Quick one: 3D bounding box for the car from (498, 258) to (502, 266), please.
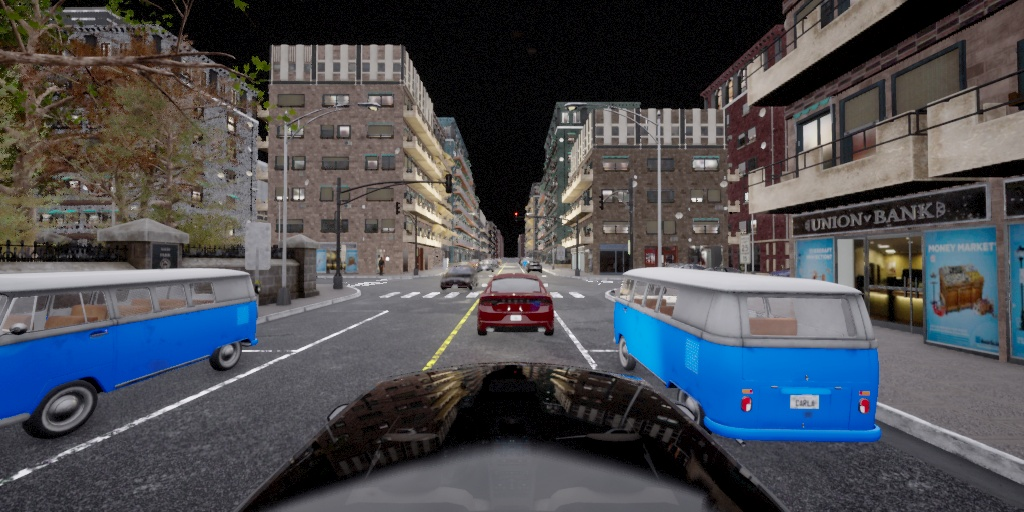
[{"bbox_3d":[-3.133,1.264,59.456,2.128,1.511,4.902,0,0,0],"label":"car"}]

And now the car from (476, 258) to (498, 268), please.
[{"bbox_3d":[-3.134,1.256,43.515,2.128,1.511,4.902,0,0,0],"label":"car"}]

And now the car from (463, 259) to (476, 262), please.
[{"bbox_3d":[-5.725,1.290,42.885,1.751,1.417,4.829,0,0,0],"label":"car"}]

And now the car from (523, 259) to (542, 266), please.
[{"bbox_3d":[2.655,1.330,43.063,1.948,1.339,4.313,0,0,0],"label":"car"}]

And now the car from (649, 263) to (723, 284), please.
[{"bbox_3d":[13.772,1.364,28.667,4.902,1.511,2.128,0,-1,1],"label":"car"}]

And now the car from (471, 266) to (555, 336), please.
[{"bbox_3d":[0.090,1.230,10.475,1.882,1.535,5.008,0,0,0],"label":"car"}]

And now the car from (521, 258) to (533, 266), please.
[{"bbox_3d":[2.650,1.317,48.705,2.007,1.370,4.403,0,0,0],"label":"car"}]

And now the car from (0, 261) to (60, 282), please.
[{"bbox_3d":[-36.767,1.086,26.020,5.357,1.411,2.033,0,-1,0],"label":"car"}]

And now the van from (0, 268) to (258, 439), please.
[{"bbox_3d":[-5.659,1.092,5.110,1.690,1.789,3.998,0,0,0],"label":"van"}]

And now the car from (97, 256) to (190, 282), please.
[{"bbox_3d":[-26.484,0.946,25.905,4.553,1.767,2.097,0,-1,1],"label":"car"}]

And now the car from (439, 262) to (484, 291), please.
[{"bbox_3d":[-3.119,1.304,22.226,2.033,1.411,5.357,0,0,0],"label":"car"}]

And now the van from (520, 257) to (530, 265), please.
[{"bbox_3d":[2.640,1.112,59.990,1.690,1.789,3.998,0,0,0],"label":"van"}]

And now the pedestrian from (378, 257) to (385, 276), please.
[{"bbox_3d":[-12.568,0.968,34.491,0.375,1.860,0.375,0,-1,1],"label":"pedestrian"}]

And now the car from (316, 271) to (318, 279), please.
[{"bbox_3d":[-16.626,1.139,25.794,4.902,1.511,2.128,0,-1,1],"label":"car"}]

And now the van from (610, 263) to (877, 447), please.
[{"bbox_3d":[2.655,1.092,5.116,1.690,1.789,3.998,0,0,0],"label":"van"}]
